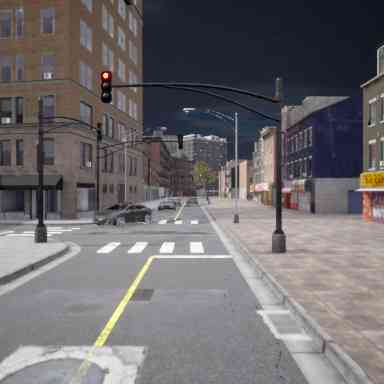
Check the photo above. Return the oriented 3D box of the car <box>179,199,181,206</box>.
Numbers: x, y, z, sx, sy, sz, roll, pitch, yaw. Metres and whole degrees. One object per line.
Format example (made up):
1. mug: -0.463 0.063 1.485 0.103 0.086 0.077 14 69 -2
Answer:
1. car: -2.880 1.578 55.189 1.994 1.385 4.181 0 0 0

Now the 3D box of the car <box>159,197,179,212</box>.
1. car: -2.880 1.571 39.478 1.994 1.385 4.181 0 0 0

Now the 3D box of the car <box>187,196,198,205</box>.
1. car: 0.051 1.508 59.333 2.128 1.511 4.902 0 0 0

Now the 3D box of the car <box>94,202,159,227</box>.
1. car: -4.631 1.512 23.042 1.837 1.490 4.892 2 1 28
